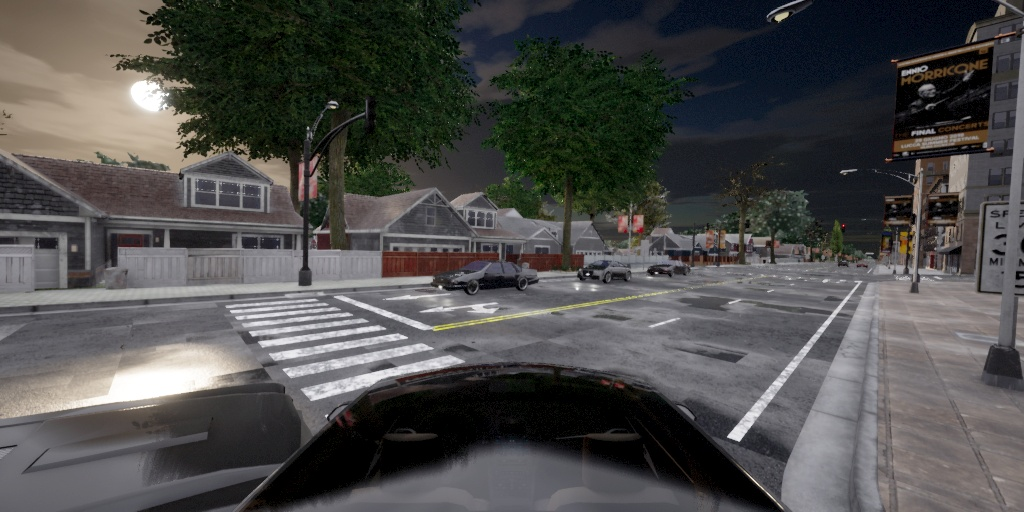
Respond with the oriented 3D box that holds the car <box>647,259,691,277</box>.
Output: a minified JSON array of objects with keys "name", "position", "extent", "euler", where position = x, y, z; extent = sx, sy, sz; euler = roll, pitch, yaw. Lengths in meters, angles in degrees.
[{"name":"car","position":[13.598,1.000,30.811],"extent":[5.357,1.411,2.033],"euler":[0,2,-44]}]

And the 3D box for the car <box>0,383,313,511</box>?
[{"name":"car","position":[-3.306,1.296,1.217],"extent":[4.718,1.301,1.895],"euler":[1,2,-34]}]

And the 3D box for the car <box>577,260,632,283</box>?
[{"name":"car","position":[6.116,0.964,23.545],"extent":[4.181,1.385,1.994],"euler":[0,2,-44]}]

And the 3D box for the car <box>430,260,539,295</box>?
[{"name":"car","position":[-1.030,0.901,16.578],"extent":[5.357,1.411,2.033],"euler":[0,2,-44]}]
